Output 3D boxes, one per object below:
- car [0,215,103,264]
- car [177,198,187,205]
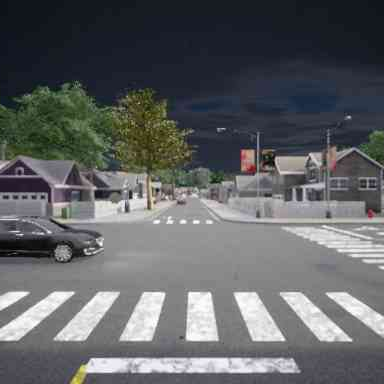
[{"bbox_3d":[-5.582,1.583,11.553,4.892,1.490,1.837,0,0,0],"label":"car"},{"bbox_3d":[-2.125,1.890,68.647,1.882,1.535,5.008,0,0,0],"label":"car"}]
